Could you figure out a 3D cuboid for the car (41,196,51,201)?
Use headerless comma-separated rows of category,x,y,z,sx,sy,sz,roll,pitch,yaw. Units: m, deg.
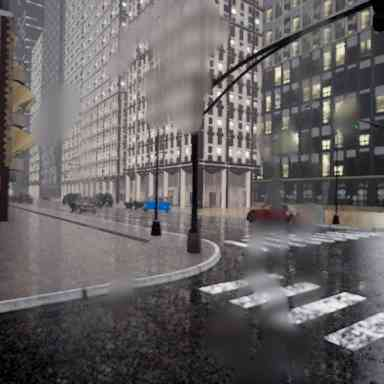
car,-36.738,1.580,83.835,1.802,1.307,4.206,1,-1,-35

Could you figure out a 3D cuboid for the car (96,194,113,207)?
car,-14.434,1.265,53.192,2.150,2.045,5.566,1,-1,-35

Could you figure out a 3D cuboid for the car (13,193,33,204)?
car,-30.471,1.160,60.569,2.192,1.841,5.009,1,-1,-35

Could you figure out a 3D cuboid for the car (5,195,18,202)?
car,-40.292,1.383,74.377,2.008,1.369,4.403,1,-1,-35

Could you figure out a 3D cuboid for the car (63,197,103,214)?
car,-10.838,1.432,32.943,2.008,1.369,4.403,2,-1,-35

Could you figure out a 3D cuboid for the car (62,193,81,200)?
car,-19.989,1.191,55.646,2.150,2.045,5.566,1,-1,-35

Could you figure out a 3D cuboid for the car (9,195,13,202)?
car,-37.020,1.402,69.774,1.947,1.339,4.313,1,-1,-35

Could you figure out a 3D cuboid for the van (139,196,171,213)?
van,-4.005,1.392,37.800,1.690,1.788,3.998,2,-1,-35

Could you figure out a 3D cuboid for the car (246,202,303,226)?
car,5.812,1.515,23.988,1.967,1.590,4.097,2,-1,-35

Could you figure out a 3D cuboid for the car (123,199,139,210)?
car,-7.281,1.594,42.402,2.008,1.369,4.403,2,-1,-35

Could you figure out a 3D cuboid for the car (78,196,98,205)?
car,-18.445,1.536,58.893,1.837,1.490,4.892,1,-1,-35

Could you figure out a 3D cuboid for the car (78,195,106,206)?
car,-14.524,1.544,48.045,1.994,1.385,4.181,1,-1,-37
